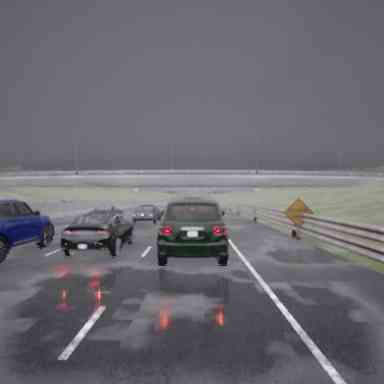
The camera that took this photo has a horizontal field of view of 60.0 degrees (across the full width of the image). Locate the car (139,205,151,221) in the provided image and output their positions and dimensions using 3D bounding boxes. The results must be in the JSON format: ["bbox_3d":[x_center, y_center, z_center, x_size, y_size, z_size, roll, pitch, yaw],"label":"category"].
[{"bbox_3d":[-3.461,1.677,25.835,2.033,1.411,5.357,0,-1,1],"label":"car"}]

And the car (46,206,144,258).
[{"bbox_3d":[-3.448,1.525,12.967,2.128,1.511,4.902,0,0,1],"label":"car"}]

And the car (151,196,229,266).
[{"bbox_3d":[0.038,1.250,11.819,2.150,2.045,5.566,0,0,0],"label":"car"}]

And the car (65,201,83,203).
[{"bbox_3d":[-20.148,2.206,58.736,1.994,1.385,4.181,0,-1,3],"label":"car"}]

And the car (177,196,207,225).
[{"bbox_3d":[0.052,1.362,26.848,2.150,2.045,5.566,0,0,1],"label":"car"}]

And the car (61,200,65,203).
[{"bbox_3d":[-23.639,2.167,58.834,1.812,1.442,4.674,0,-1,3],"label":"car"}]

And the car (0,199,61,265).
[{"bbox_3d":[-6.962,1.251,11.823,2.150,2.045,5.566,0,0,1],"label":"car"}]

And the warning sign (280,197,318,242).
[{"bbox_3d":[4.557,1.153,14.283,1.300,1.860,1.060,0,0,0],"label":"warning sign"}]
